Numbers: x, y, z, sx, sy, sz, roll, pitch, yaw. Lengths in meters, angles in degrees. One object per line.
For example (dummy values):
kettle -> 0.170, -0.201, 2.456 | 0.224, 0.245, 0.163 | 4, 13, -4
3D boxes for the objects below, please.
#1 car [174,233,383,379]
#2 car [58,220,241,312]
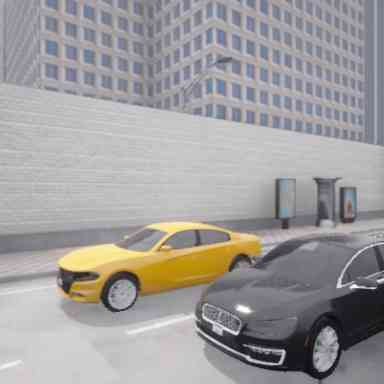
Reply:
car -> 2.307, 1.508, 5.607 | 4.892, 1.490, 1.837 | 0, 0, -35
car -> -0.515, 1.479, 7.895 | 5.008, 1.535, 1.882 | 0, 0, -35
